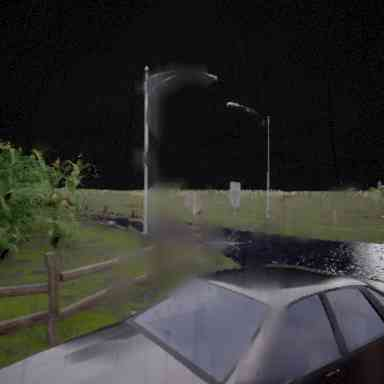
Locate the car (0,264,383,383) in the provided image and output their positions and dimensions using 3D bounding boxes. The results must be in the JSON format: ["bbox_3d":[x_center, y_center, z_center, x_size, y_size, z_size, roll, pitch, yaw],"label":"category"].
[{"bbox_3d":[0.744,1.576,3.466,5.357,1.411,2.033,1,0,-35],"label":"car"}]
